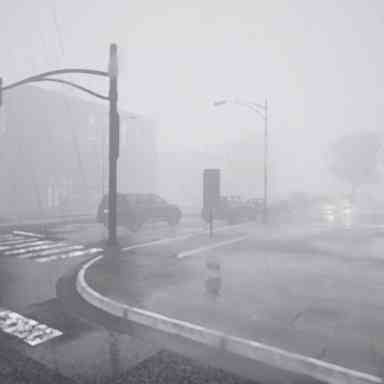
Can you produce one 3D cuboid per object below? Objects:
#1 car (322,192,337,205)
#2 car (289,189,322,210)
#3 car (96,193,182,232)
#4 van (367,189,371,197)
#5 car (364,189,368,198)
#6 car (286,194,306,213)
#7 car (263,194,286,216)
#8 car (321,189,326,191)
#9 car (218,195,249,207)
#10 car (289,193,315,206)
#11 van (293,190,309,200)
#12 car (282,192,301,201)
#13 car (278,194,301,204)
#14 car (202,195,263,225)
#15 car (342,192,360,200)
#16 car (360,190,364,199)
[{"bbox_3d":[18.318,1.010,45.069,1.947,1.339,4.313,1,2,35],"label":"car"},{"bbox_3d":[12.022,0.894,35.942,2.192,1.841,5.009,1,2,35],"label":"car"},{"bbox_3d":[-2.865,1.045,19.139,2.150,2.045,5.566,1,1,35],"label":"car"},{"bbox_3d":[40.368,0.304,76.991,1.690,1.788,3.998,1,2,35],"label":"van"},{"bbox_3d":[34.163,0.624,68.012,1.752,1.417,4.829,1,2,35],"label":"car"},{"bbox_3d":[8.869,1.197,31.386,2.008,1.369,4.403,1,2,35],"label":"car"},{"bbox_3d":[5.720,1.153,26.822,1.967,1.590,4.097,1,1,35],"label":"car"},{"bbox_3d":[27.165,0.468,72.622,1.967,1.590,4.097,1,2,35],"label":"car"},{"bbox_3d":[5.116,1.071,40.698,1.947,1.339,4.313,1,2,35],"label":"car"},{"bbox_3d":[14.863,0.926,44.719,1.882,1.535,5.008,1,1,35],"label":"car"},{"bbox_3d":[20.866,0.507,63.497,1.690,1.788,3.998,1,2,35],"label":"van"},{"bbox_3d":[17.618,0.761,58.801,1.752,1.417,4.829,1,2,35],"label":"car"},{"bbox_3d":[14.635,0.973,49.765,1.895,1.301,4.718,1,1,35],"label":"car"},{"bbox_3d":[2.572,1.095,22.259,2.192,1.841,5.009,1,1,35],"label":"car"},{"bbox_3d":[27.767,0.790,58.751,2.008,1.369,4.403,1,2,35],"label":"car"},{"bbox_3d":[30.916,0.752,63.313,1.802,1.307,4.206,1,2,35],"label":"car"}]
